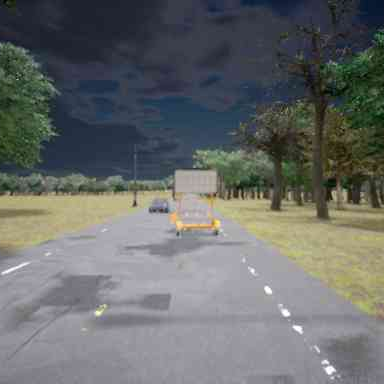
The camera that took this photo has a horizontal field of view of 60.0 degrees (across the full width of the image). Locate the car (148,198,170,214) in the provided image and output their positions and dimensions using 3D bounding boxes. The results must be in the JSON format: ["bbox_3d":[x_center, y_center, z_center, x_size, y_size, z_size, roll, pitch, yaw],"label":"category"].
[{"bbox_3d":[-3.596,1.436,36.996,2.097,1.767,4.553,0,0,0],"label":"car"}]

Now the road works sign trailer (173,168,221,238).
[{"bbox_3d":[0.192,0.498,18.185,2.380,3.560,2.880,0,0,-8],"label":"road works sign trailer"}]
